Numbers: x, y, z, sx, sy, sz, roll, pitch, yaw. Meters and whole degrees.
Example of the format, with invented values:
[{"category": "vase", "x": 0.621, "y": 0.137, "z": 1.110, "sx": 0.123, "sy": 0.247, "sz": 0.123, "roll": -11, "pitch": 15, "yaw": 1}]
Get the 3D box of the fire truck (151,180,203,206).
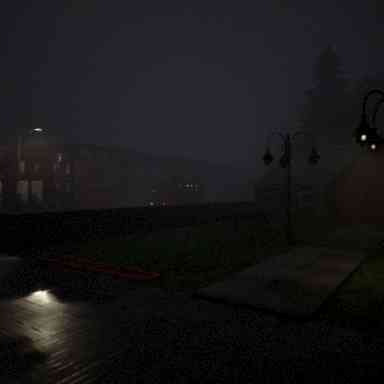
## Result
[{"category": "fire truck", "x": -1.932, "y": 0.378, "z": 46.102, "sx": 2.891, "sy": 3.827, "sz": 8.468, "roll": 0, "pitch": 0, "yaw": 36}]
